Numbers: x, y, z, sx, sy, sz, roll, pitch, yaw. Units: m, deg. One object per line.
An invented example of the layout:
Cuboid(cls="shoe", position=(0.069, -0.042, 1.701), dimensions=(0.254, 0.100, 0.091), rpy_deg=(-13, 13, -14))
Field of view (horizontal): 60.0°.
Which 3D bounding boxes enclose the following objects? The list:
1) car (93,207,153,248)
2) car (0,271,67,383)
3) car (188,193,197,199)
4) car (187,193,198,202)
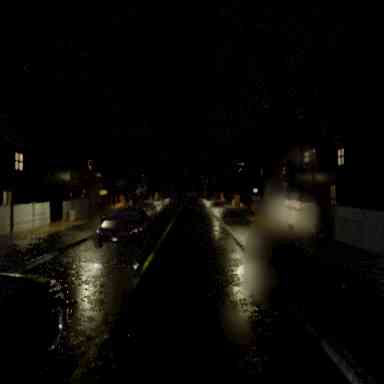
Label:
Cuboid(cls="car", position=(-2.769, 1.417, 14.306), dimensions=(1.812, 1.442, 4.674), rpy_deg=(0, 0, 0))
Cuboid(cls="car", position=(-2.810, 1.540, 3.156), dimensions=(1.994, 1.385, 4.181), rpy_deg=(0, 0, 0))
Cuboid(cls="car", position=(0.035, 0.860, 72.755), dimensions=(1.895, 1.301, 4.718), rpy_deg=(0, 0, 0))
Cuboid(cls="car", position=(0.029, 0.992, 62.439), dimensions=(1.882, 1.535, 5.008), rpy_deg=(0, 0, 0))
